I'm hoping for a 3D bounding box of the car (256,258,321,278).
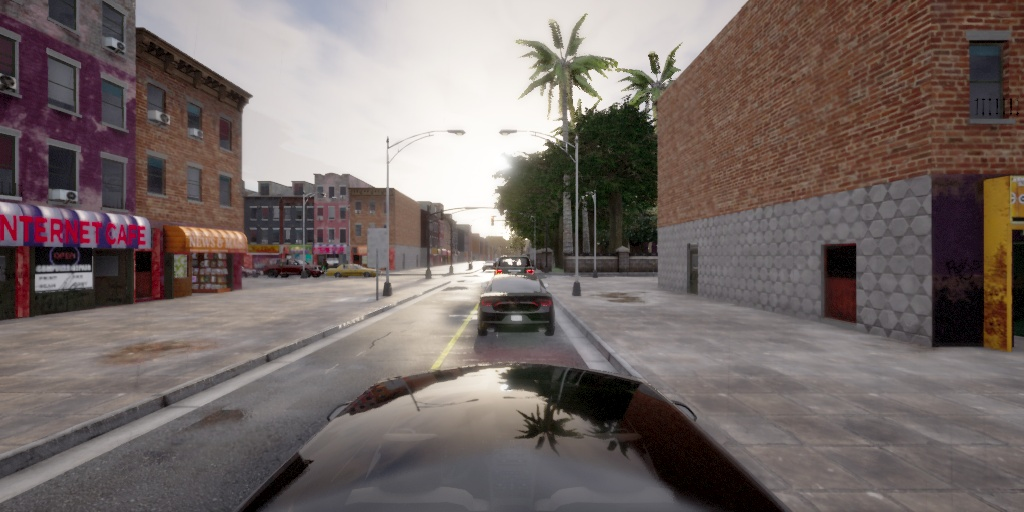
[{"bbox_3d":[-20.064,1.127,32.987,5.009,1.841,2.192,0,0,0],"label":"car"}]

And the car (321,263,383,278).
[{"bbox_3d":[-14.443,1.324,32.994,4.829,1.417,1.751,0,0,0],"label":"car"}]

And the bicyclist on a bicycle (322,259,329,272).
[{"bbox_3d":[-20.147,1.124,38.633,0.582,1.620,1.656,0,0,0],"label":"bicyclist on a bicycle"}]

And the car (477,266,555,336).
[{"bbox_3d":[0.098,1.230,10.449,1.882,1.535,5.008,0,0,0],"label":"car"}]

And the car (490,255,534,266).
[{"bbox_3d":[0.100,0.980,20.418,2.150,2.045,5.566,0,0,-1],"label":"car"}]

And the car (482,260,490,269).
[{"bbox_3d":[-2.862,1.316,47.862,1.812,1.442,4.674,0,0,0],"label":"car"}]

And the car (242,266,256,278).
[{"bbox_3d":[-25.516,1.409,32.980,4.207,1.307,1.802,0,0,0],"label":"car"}]
